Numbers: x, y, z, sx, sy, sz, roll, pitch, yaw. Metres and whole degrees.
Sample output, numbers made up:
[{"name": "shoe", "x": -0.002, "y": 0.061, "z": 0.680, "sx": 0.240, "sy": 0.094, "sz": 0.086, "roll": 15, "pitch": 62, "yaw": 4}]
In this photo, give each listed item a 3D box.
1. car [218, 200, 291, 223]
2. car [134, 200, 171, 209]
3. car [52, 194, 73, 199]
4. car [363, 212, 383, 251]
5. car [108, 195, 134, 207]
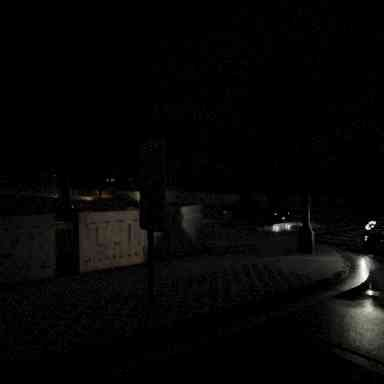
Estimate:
[{"name": "car", "x": 4.118, "y": 1.263, "z": 22.999, "sx": 2.033, "sy": 1.411, "sz": 5.357, "roll": 0, "pitch": 0, "yaw": -38}, {"name": "car", "x": -2.445, "y": 1.296, "z": 26.112, "sx": 1.994, "sy": 1.385, "sz": 4.181, "roll": 0, "pitch": 0, "yaw": -38}, {"name": "car", "x": -17.944, "y": 1.023, "z": 46.050, "sx": 2.033, "sy": 1.411, "sz": 5.357, "roll": 0, "pitch": 1, "yaw": -38}, {"name": "car", "x": 7.925, "y": 1.133, "z": 11.506, "sx": 4.553, "sy": 1.767, "sz": 2.097, "roll": 0, "pitch": 3, "yaw": -35}, {"name": "car", "x": -7.976, "y": 1.097, "z": 38.471, "sx": 1.882, "sy": 1.535, "sz": 5.008, "roll": 0, "pitch": 1, "yaw": -38}]
